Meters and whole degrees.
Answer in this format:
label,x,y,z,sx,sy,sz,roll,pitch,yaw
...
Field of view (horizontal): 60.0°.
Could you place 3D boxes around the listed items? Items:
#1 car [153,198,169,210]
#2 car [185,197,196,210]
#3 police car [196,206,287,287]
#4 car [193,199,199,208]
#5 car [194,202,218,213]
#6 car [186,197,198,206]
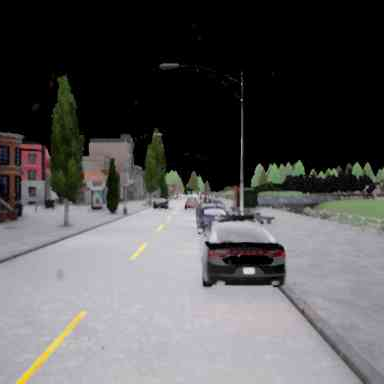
label,x,y,z,sx,sy,sz,roll,pitch,yaw
car,-4.081,1.511,44.237,1.882,1.535,5.008,0,0,0
car,0.028,1.598,44.676,1.994,1.385,4.181,0,0,1
police car,1.184,1.432,9.477,1.930,1.638,5.238,0,0,0
car,1.205,1.525,25.364,1.837,1.490,4.892,0,0,0
car,1.204,1.541,19.364,1.812,1.442,4.674,0,0,0
car,0.012,1.592,57.574,2.033,1.411,5.357,0,0,0
